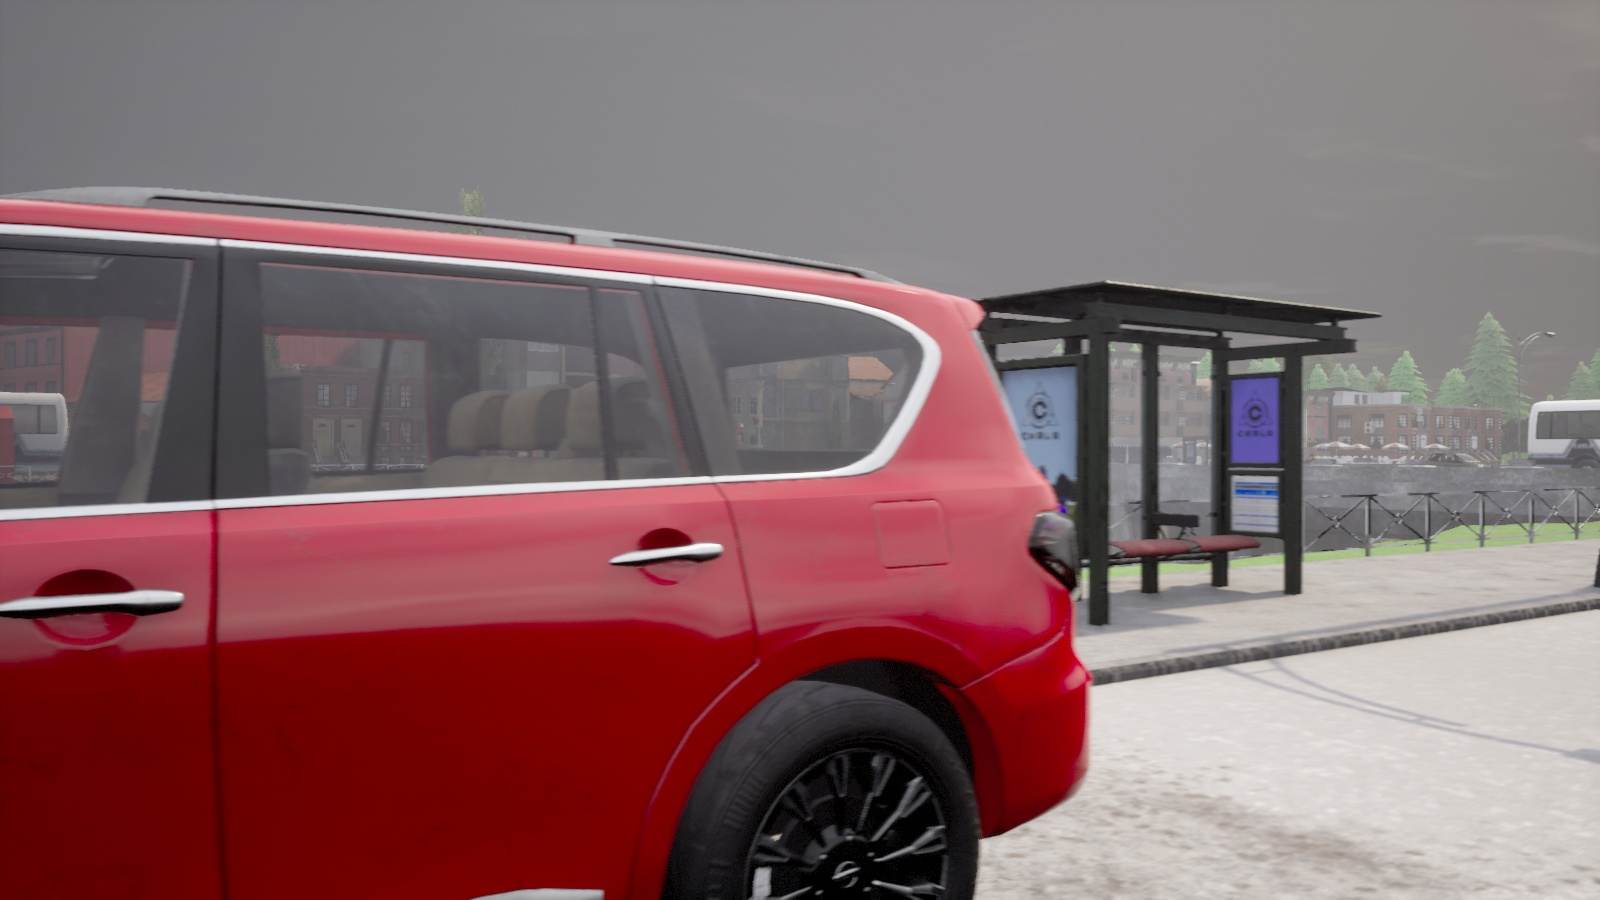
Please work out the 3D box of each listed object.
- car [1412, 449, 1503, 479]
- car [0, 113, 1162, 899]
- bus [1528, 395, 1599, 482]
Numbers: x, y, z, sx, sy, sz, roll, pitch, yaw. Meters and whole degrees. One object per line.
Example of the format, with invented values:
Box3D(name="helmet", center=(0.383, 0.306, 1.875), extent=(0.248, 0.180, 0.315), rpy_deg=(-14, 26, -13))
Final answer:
Box3D(name="car", center=(35.852, 0.735, 68.585), extent=(1.851, 1.617, 3.988), rpy_deg=(0, 0, -33))
Box3D(name="car", center=(-1.831, 0.475, 2.995), extent=(5.566, 2.045, 2.150), rpy_deg=(0, 0, -35))
Box3D(name="bus", center=(41.455, -0.570, 60.604), extent=(3.944, 4.253, 10.273), rpy_deg=(0, 0, -33))
